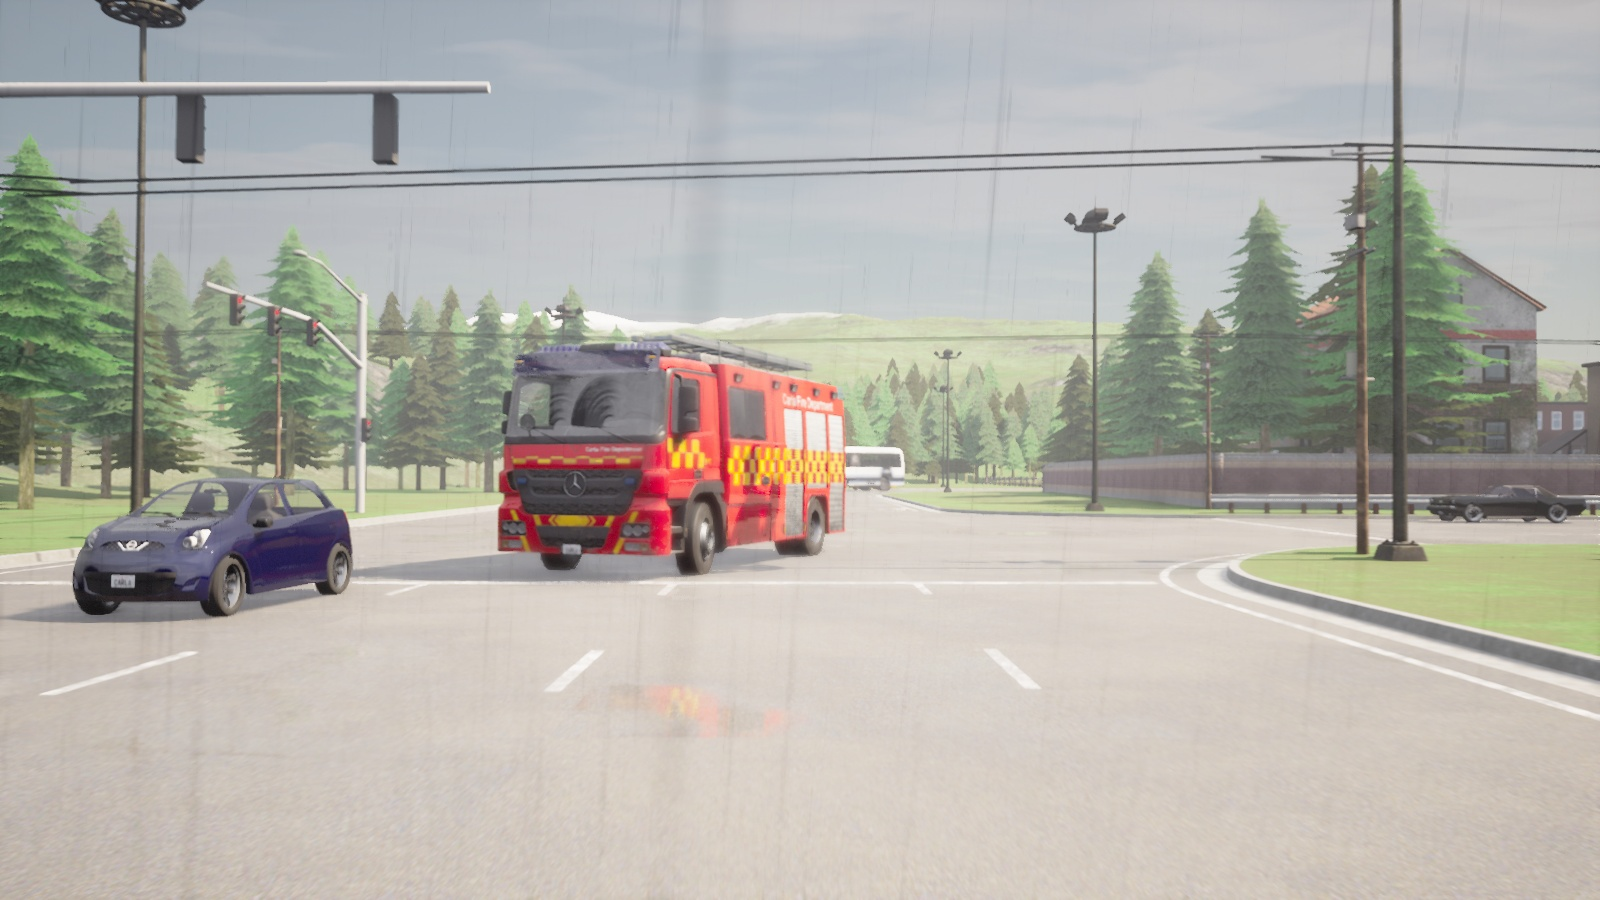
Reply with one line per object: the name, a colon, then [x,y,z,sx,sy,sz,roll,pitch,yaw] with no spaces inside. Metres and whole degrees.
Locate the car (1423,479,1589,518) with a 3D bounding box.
car: [24.525,1.689,43.729,4.718,1.301,1.895,0,-1,-1]

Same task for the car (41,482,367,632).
car: [-6.807,1.154,14.818,1.845,1.501,3.633,0,-1,6]

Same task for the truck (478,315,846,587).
truck: [-1.926,0.101,22.108,2.891,3.827,8.468,-1,-1,21]
